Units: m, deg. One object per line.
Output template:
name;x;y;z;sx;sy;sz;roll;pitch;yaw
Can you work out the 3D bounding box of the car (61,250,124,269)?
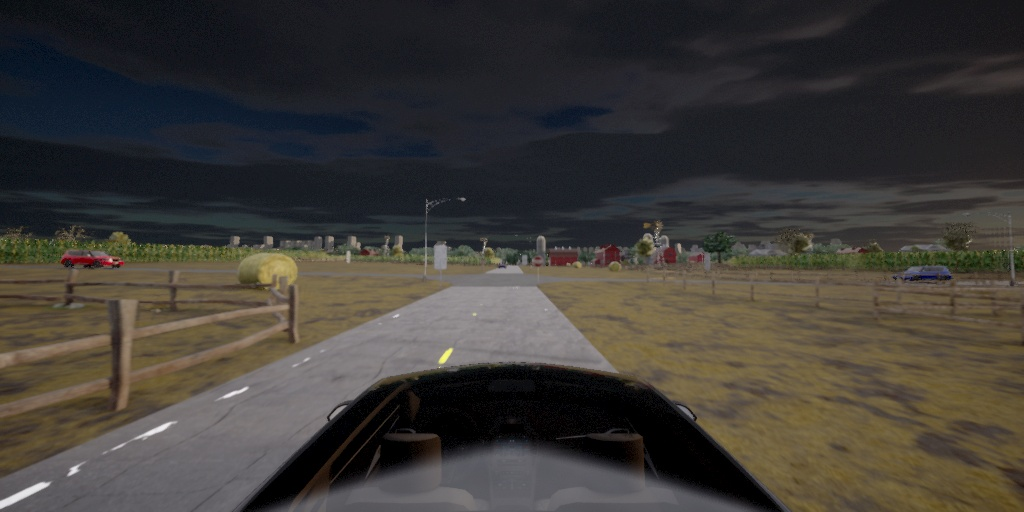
car;-47.985;0.403;41.045;5.566;2.045;2.150;1;-2;1
